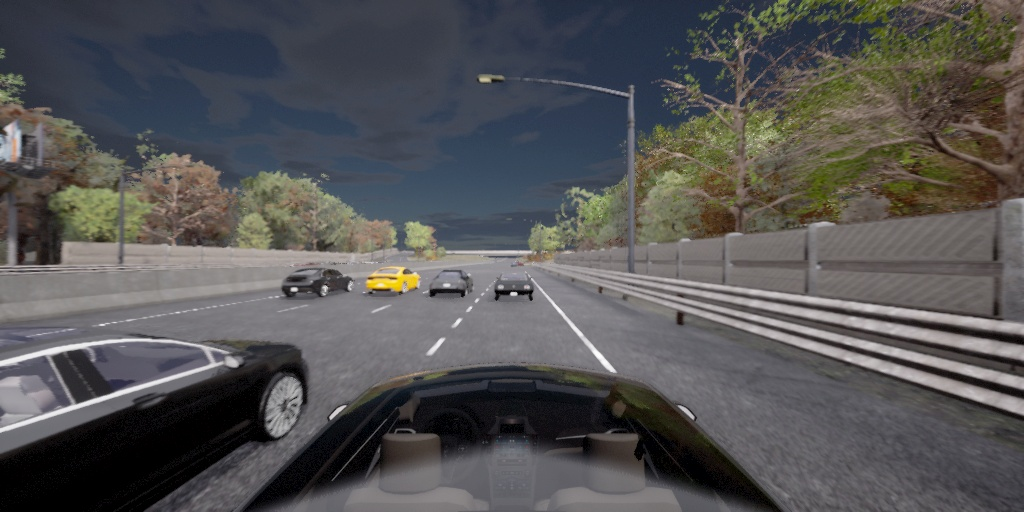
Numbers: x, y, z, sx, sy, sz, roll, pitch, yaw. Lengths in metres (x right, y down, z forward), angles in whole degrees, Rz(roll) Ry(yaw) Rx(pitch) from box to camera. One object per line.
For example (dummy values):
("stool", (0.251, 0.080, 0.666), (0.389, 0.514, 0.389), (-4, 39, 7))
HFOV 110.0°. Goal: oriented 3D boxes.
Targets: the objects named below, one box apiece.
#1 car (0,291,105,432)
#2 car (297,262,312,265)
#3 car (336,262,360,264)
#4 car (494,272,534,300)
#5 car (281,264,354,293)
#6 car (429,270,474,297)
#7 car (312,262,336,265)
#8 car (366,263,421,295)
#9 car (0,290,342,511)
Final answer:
("car", (-6.897, 1.234, 2.669), (2.128, 1.511, 4.902), (0, 0, 0))
("car", (-31.189, 1.613, 54.379), (1.882, 1.535, 5.008), (0, 0, 1))
("car", (-24.198, 1.647, 54.692), (2.128, 1.511, 4.902), (0, -1, 1))
("car", (0.104, 1.487, 18.767), (1.895, 1.301, 4.718), (0, 0, 0))
("car", (-10.291, 1.373, 19.408), (1.837, 1.490, 4.892), (0, 0, 0))
("car", (-3.285, 1.453, 20.108), (1.994, 1.385, 4.181), (0, 0, 0))
("car", (-27.693, 1.650, 54.562), (1.837, 1.490, 4.892), (0, 0, 1))
("car", (-6.781, 1.366, 21.028), (1.882, 1.535, 5.008), (0, 0, 0))
("car", (-3.399, 1.240, 2.466), (2.128, 1.511, 4.902), (0, 0, 0))
